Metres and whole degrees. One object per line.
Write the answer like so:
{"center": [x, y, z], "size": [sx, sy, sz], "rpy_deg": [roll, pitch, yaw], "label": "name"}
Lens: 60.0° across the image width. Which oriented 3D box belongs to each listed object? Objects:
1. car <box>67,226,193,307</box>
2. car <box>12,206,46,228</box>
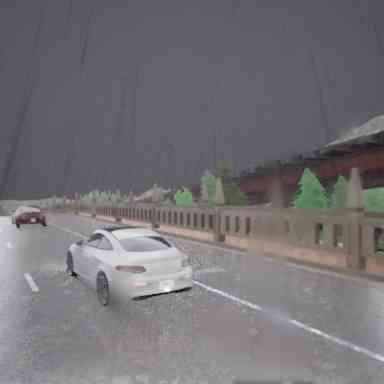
{"center": [-1.714, 1.579, 8.190], "size": [1.812, 1.442, 4.674], "rpy_deg": [0, 0, -33], "label": "car"}
{"center": [-11.738, 1.710, 23.904], "size": [1.812, 1.442, 4.674], "rpy_deg": [0, 0, -33], "label": "car"}
